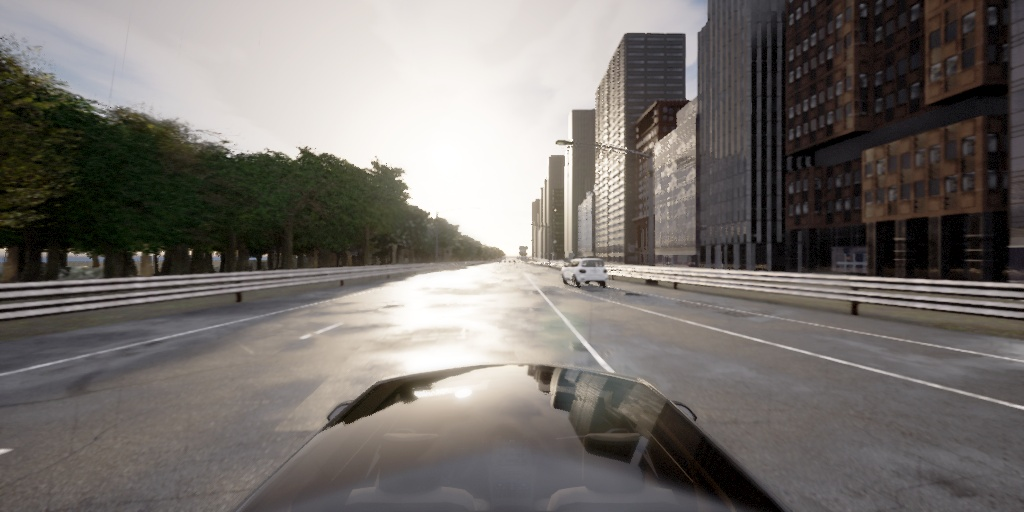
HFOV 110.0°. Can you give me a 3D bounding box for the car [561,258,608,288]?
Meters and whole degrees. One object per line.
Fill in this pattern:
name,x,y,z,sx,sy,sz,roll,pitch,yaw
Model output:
car,5.238,1.205,26.540,2.150,2.045,5.566,0,0,-6
